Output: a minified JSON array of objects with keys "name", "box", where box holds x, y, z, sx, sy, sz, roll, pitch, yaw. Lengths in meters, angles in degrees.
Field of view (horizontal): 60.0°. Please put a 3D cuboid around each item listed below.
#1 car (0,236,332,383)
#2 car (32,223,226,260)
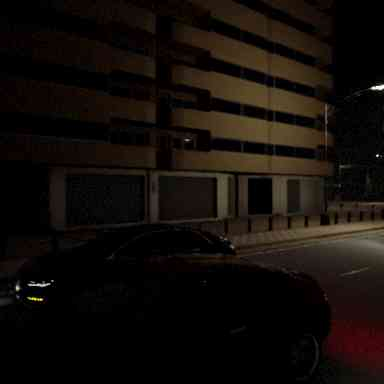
[{"name":"car","box":[-0.274,1.520,3.786,4.674,1.442,1.812,-1,0,-35]},{"name":"car","box":[-1.180,1.496,7.442,4.892,1.490,1.837,0,0,-35]}]
